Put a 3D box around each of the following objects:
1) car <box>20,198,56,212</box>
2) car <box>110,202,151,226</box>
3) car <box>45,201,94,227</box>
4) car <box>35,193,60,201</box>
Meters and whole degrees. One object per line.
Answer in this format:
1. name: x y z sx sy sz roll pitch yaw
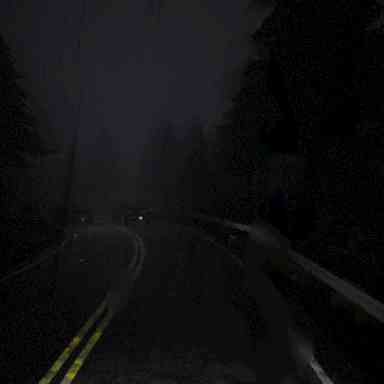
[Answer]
1. car: -17.555 1.841 37.177 4.892 1.490 1.837 -3 2 39
2. car: -4.480 1.460 23.799 1.837 1.490 4.892 -2 0 -28
3. car: -8.840 1.632 24.494 2.128 1.511 4.902 -3 1 -36
4. car: -26.808 1.358 61.407 2.150 2.045 5.566 1 3 18
